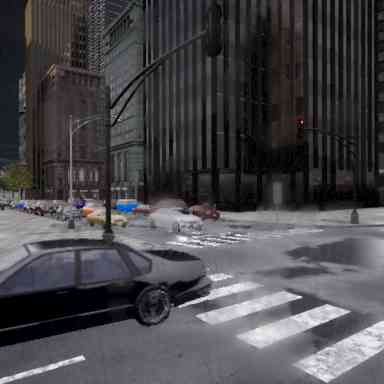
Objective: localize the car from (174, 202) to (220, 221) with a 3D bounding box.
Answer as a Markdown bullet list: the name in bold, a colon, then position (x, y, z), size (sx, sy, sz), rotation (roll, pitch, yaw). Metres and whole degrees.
- **car**: position (0.586, 1.829, 29.445), size (1.887, 1.381, 4.507), rotation (-1, 0, -35)

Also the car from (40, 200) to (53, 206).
- **car**: position (-34.726, 2.661, 79.178), size (1.947, 1.339, 4.313), rotation (-1, 0, -35)

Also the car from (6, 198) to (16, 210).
- **car**: position (-31.935, 2.354, 60.517), size (1.967, 1.590, 4.097), rotation (-1, 0, -35)

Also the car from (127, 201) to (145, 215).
- **car**: position (-5.294, 2.005, 37.748), size (1.802, 1.307, 4.206), rotation (-1, 0, -35)

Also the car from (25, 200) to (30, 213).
- **car**: position (-20.516, 2.196, 44.436), size (1.887, 1.381, 4.507), rotation (-1, 0, -35)

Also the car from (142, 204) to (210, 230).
- **car**: position (-1.174, 1.764, 21.866), size (1.812, 1.442, 4.674), rotation (0, -1, -36)

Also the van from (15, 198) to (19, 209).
- **van**: position (-26.177, 2.123, 52.404), size (1.690, 1.788, 3.998), rotation (-1, 0, -35)

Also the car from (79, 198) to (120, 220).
- **car**: position (-9.345, 1.782, 33.323), size (2.097, 1.767, 4.553), rotation (0, -1, -35)

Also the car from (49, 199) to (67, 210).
- **car**: position (-24.054, 2.170, 59.569), size (2.097, 1.767, 4.553), rotation (0, -1, -35)

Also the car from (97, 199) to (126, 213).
- **car**: position (-11.180, 1.875, 46.051), size (2.192, 1.841, 5.009), rotation (-1, 0, -35)

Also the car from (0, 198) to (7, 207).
- **car**: position (-41.273, 2.666, 73.672), size (1.887, 1.381, 4.507), rotation (-1, 0, -35)

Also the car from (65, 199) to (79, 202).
- **car**: position (-16.813, 2.097, 43.884), size (2.128, 1.511, 4.902), rotation (0, -1, -35)

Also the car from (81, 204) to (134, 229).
- **car**: position (-6.276, 1.843, 24.379), size (1.752, 1.417, 4.829), rotation (-1, 0, -35)

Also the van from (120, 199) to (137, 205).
- **van**: position (-8.240, 1.833, 41.899), size (1.690, 1.788, 3.998), rotation (-1, 0, -35)

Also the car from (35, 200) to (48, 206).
- **car**: position (-37.737, 2.710, 83.420), size (2.008, 1.369, 4.403), rotation (-1, 0, -35)

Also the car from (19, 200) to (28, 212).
- **car**: position (-23.346, 2.157, 48.420), size (1.967, 1.590, 4.097), rotation (-1, 0, -35)

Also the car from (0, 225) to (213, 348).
- **car**: position (-2.221, 1.547, 5.590), size (5.357, 1.411, 2.033), rotation (0, 0, -32)

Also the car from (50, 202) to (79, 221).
- **car**: position (-12.030, 2.004, 32.485), size (2.008, 1.369, 4.403), rotation (-1, 0, -35)

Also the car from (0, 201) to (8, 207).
- **car**: position (-44.384, 2.771, 78.056), size (1.802, 1.307, 4.206), rotation (-1, 0, -35)

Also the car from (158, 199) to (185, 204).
- **car**: position (-2.360, 1.669, 33.597), size (2.192, 1.841, 5.009), rotation (-1, 0, -35)

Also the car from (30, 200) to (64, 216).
- **car**: position (-17.693, 1.901, 40.453), size (2.192, 1.841, 5.009), rotation (-1, 0, -35)

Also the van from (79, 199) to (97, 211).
- **van**: position (-17.060, 2.038, 54.353), size (1.690, 1.788, 3.998), rotation (-1, 0, -35)

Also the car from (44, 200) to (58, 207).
- **car**: position (-31.714, 2.595, 74.936), size (1.947, 1.339, 4.313), rotation (-1, 0, -35)
